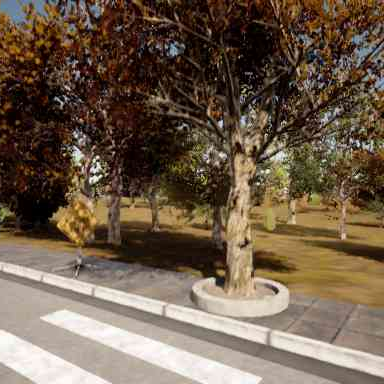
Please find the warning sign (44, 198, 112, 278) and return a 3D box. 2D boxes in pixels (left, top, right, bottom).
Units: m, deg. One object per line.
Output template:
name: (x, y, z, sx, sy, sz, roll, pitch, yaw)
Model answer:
warning sign: (-2.951, 1.108, 8.690, 1.060, 1.860, 1.300, -1, 0, 35)
